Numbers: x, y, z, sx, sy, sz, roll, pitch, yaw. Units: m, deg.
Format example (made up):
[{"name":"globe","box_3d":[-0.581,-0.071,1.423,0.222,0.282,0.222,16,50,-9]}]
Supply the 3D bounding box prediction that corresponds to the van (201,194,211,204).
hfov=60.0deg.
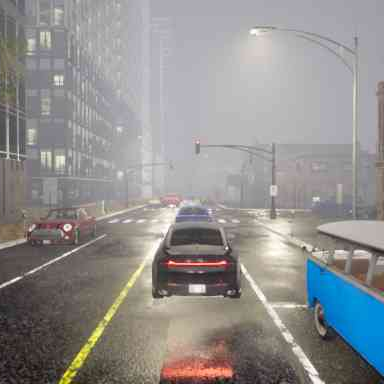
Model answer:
[{"name":"van","box_3d":[2.615,1.324,64.227,1.690,1.788,3.998,-1,0,0]}]

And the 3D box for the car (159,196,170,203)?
[{"name":"car","box_3d":[-5.733,1.548,69.918,1.947,1.339,4.313,-1,0,0]}]

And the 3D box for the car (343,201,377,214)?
[{"name":"car","box_3d":[16.389,1.792,29.930,4.313,1.339,1.947,1,0,1]}]

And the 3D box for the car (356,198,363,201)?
[{"name":"car","box_3d":[19.094,1.703,32.488,4.902,1.511,2.128,1,1,1]}]

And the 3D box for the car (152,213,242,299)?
[{"name":"car","box_3d":[0.090,1.502,8.445,1.837,1.490,4.892,0,0,0]}]

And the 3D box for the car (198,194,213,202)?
[{"name":"car","box_3d":[2.622,1.424,58.583,1.967,1.590,4.097,-1,0,0]}]

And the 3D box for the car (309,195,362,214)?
[{"name":"car","box_3d":[15.516,1.348,35.721,5.566,2.045,2.150,1,1,1]}]

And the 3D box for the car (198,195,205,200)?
[{"name":"car","box_3d":[2.593,1.529,92.447,2.008,1.369,4.403,-1,0,0]}]

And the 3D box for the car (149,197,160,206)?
[{"name":"car","box_3d":[-5.889,1.511,52.816,1.752,1.417,4.829,-1,0,0]}]

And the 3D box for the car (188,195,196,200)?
[{"name":"car","box_3d":[-0.083,1.439,89.923,2.033,1.411,5.357,0,0,0]}]

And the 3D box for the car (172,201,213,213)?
[{"name":"car","box_3d":[0.074,1.472,17.933,1.882,1.535,5.008,0,0,0]}]

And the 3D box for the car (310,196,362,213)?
[{"name":"car","box_3d":[16.490,1.410,38.307,5.009,1.841,2.192,1,0,1]}]

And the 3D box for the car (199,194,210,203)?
[{"name":"car","box_3d":[2.610,1.297,69.871,2.192,1.841,5.009,-1,0,0]}]

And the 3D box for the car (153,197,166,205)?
[{"name":"car","box_3d":[-5.723,1.550,58.629,1.947,1.339,4.313,-1,0,0]}]

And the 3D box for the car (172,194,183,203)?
[{"name":"car","box_3d":[-3.065,1.337,70.960,2.097,1.767,4.553,0,0,0]}]

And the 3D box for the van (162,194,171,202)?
[{"name":"van","box_3d":[-5.742,1.322,75.562,1.690,1.788,3.998,-1,0,0]}]

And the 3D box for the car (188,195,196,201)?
[{"name":"car","box_3d":[-0.074,1.479,79.510,1.837,1.490,4.892,0,0,0]}]

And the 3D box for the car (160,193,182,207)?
[{"name":"car","box_3d":[-3.150,1.207,50.878,2.150,2.045,5.566,0,0,0]}]

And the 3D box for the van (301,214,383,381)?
[{"name":"van","box_3d":[2.670,1.340,3.962,1.690,1.788,3.998,-1,0,0]}]

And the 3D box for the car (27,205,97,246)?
[{"name":"car","box_3d":[-5.718,1.435,15.038,1.967,1.590,4.097,-1,0,0]}]
